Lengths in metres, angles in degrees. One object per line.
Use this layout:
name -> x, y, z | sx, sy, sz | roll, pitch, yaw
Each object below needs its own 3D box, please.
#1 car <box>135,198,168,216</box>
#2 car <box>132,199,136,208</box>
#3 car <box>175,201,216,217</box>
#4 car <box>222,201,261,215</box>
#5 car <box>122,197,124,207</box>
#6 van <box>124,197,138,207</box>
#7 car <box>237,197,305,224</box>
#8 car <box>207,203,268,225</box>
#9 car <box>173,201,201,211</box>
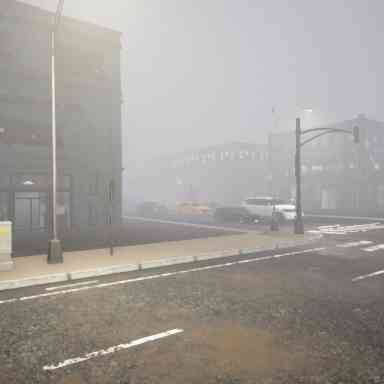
car -> -4.394, 1.845, 37.981 | 1.967, 1.590, 4.097 | -1, 0, -35
car -> -5.897, 2.013, 44.606 | 1.994, 1.385, 4.181 | -1, 0, -35
car -> 0.027, 1.811, 36.250 | 1.882, 1.535, 5.008 | -1, 0, -35
car -> 5.645, 1.809, 38.325 | 2.008, 1.369, 4.403 | -2, 0, -35
car -> -13.597, 1.939, 65.397 | 2.192, 1.841, 5.009 | -1, 0, -35
van -> -10.390, 1.906, 60.885 | 1.690, 1.788, 3.998 | -1, 0, -35
car -> 6.426, 1.431, 27.248 | 2.150, 2.045, 5.566 | -1, -1, -36
car -> 3.548, 1.814, 26.599 | 1.947, 1.339, 4.313 | -1, 0, -35
car -> -0.766, 1.965, 47.349 | 1.802, 1.307, 4.206 | -2, 0, -35
